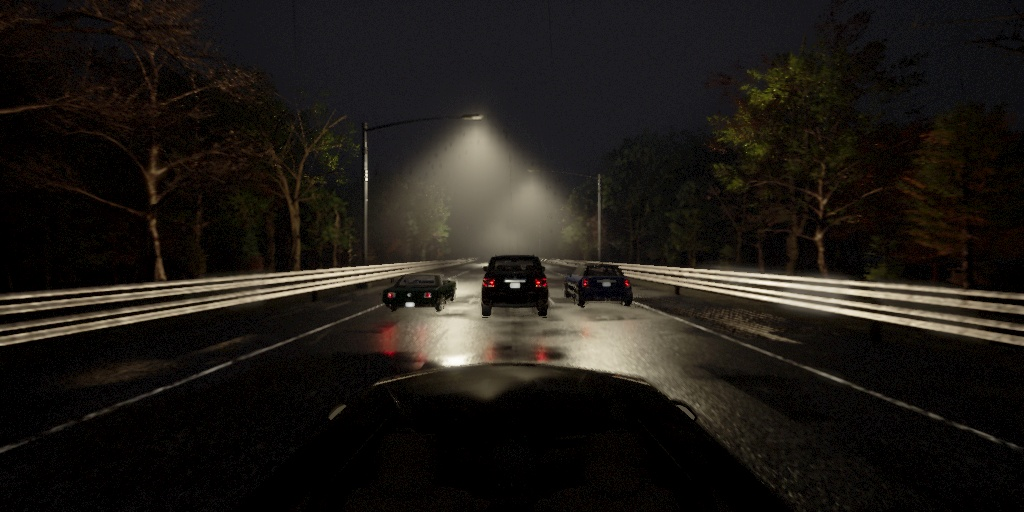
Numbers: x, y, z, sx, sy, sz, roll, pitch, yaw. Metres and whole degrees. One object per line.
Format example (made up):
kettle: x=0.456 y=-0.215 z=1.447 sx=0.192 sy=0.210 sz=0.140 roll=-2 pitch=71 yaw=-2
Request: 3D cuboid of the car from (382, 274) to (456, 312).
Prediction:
car: x=-3.419 y=1.342 z=14.234 sx=1.895 sy=1.301 sz=4.718 roll=0 pitch=0 yaw=0

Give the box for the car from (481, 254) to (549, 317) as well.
car: x=0.084 y=0.963 z=13.290 sx=2.150 sy=2.045 sz=5.566 roll=0 pitch=0 yaw=0

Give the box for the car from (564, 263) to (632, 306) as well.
car: x=3.575 y=1.090 z=15.669 sx=2.097 sy=1.767 sz=4.553 roll=0 pitch=0 yaw=0
